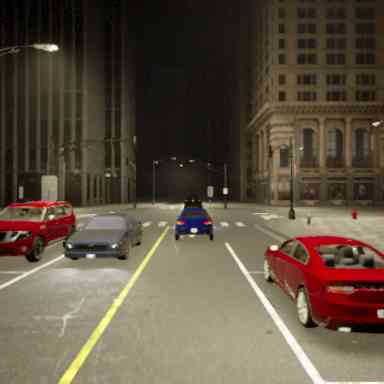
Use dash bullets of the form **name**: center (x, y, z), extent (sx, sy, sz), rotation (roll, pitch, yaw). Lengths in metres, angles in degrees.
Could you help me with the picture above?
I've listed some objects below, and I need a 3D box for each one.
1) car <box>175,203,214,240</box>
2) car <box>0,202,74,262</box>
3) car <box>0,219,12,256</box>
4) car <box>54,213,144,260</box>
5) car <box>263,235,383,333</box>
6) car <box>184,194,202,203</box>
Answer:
- **car**: center (0.123, 1.520, 16.905), extent (1.812, 1.442, 4.674), rotation (0, 0, 1)
- **car**: center (-5.855, 1.309, 12.272), extent (2.192, 1.841, 5.009), rotation (0, 0, 0)
- **car**: center (-5.854, 1.520, 6.642), extent (1.752, 1.417, 4.829), rotation (0, 0, 0)
- **car**: center (-3.026, 1.542, 12.637), extent (2.033, 1.411, 5.357), rotation (0, 0, 0)
- **car**: center (2.671, 1.540, 6.814), extent (1.887, 1.381, 4.507), rotation (0, 0, 0)
- **car**: center (0.140, 1.239, 43.690), extent (2.150, 2.045, 5.566), rotation (0, 0, 0)
